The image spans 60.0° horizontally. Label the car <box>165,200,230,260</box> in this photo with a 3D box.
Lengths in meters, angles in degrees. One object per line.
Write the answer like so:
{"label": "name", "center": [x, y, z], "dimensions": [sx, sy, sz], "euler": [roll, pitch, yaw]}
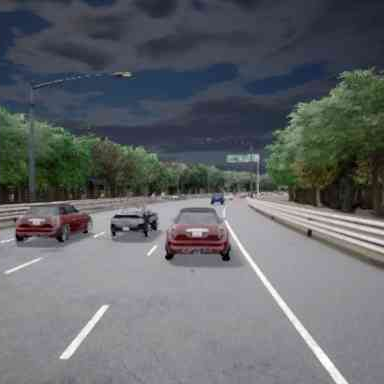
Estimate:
{"label": "car", "center": [0.238, 1.347, 12.644], "dimensions": [2.097, 1.767, 4.553], "euler": [0, 0, 2]}

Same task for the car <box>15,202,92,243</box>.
{"label": "car", "center": [-6.510, 1.333, 16.219], "dimensions": [2.097, 1.767, 4.553], "euler": [0, 0, 2]}

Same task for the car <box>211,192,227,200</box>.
{"label": "car", "center": [4.747, 1.171, 60.611], "dimensions": [2.150, 2.045, 5.566], "euler": [0, 0, 9]}

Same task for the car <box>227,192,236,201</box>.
{"label": "car", "center": [9.387, 1.130, 85.625], "dimensions": [2.150, 2.045, 5.566], "euler": [0, 0, 12]}

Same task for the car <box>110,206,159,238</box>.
{"label": "car", "center": [-2.945, 1.480, 17.771], "dimensions": [2.128, 1.511, 4.902], "euler": [0, 0, 2]}
